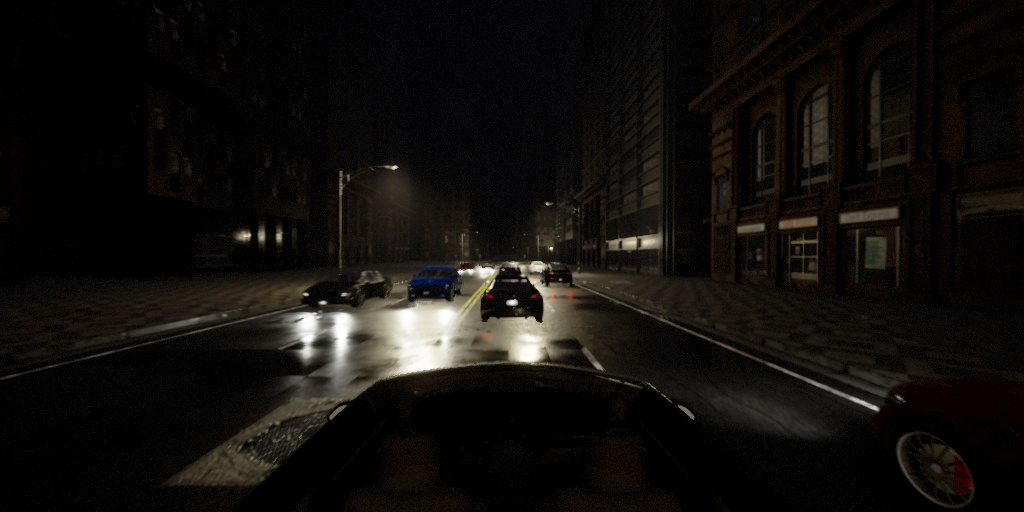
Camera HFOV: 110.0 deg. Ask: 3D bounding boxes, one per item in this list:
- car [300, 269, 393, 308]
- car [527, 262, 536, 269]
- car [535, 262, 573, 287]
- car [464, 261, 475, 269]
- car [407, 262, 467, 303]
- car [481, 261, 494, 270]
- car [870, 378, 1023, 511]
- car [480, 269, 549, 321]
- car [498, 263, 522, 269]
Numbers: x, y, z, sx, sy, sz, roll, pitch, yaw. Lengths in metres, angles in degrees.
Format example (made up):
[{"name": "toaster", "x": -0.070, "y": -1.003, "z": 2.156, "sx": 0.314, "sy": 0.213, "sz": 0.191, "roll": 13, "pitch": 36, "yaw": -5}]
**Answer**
[{"name": "car", "x": -6.742, "y": 1.288, "z": 15.407, "sx": 2.033, "sy": 1.411, "sz": 5.357, "roll": 0, "pitch": 0, "yaw": -1}, {"name": "car", "x": 2.916, "y": 1.378, "z": 42.206, "sx": 1.812, "sy": 1.442, "sz": 4.674, "roll": 0, "pitch": 0, "yaw": 0}, {"name": "car", "x": 3.075, "y": 1.299, "z": 25.245, "sx": 2.128, "sy": 1.511, "sz": 4.902, "roll": 0, "pitch": 0, "yaw": 0}, {"name": "car", "x": -7.074, "y": 1.456, "z": 57.570, "sx": 1.895, "sy": 1.301, "sz": 4.718, "roll": 0, "pitch": 0, "yaw": 0}, {"name": "car", "x": -3.507, "y": 1.236, "z": 17.065, "sx": 1.882, "sy": 1.535, "sz": 5.008, "roll": 0, "pitch": 0, "yaw": -1}, {"name": "car", "x": -3.838, "y": 1.471, "z": 57.333, "sx": 1.895, "sy": 1.301, "sz": 4.718, "roll": 0, "pitch": 0, "yaw": 0}, {"name": "car", "x": 4.216, "y": 1.295, "z": 1.289, "sx": 1.812, "sy": 1.442, "sz": 4.674, "roll": 0, "pitch": 0, "yaw": -1}, {"name": "car", "x": -0.013, "y": 1.330, "z": 12.467, "sx": 1.994, "sy": 1.385, "sz": 4.181, "roll": 0, "pitch": 0, "yaw": -1}, {"name": "car", "x": -0.183, "y": 1.296, "z": 30.536, "sx": 2.128, "sy": 1.511, "sz": 4.902, "roll": 0, "pitch": 0, "yaw": -1}]
